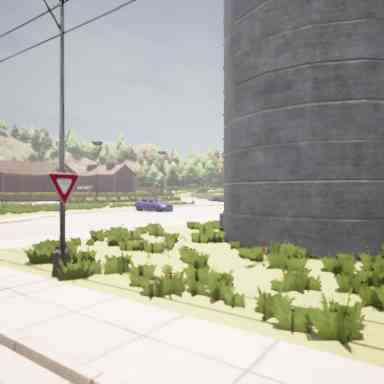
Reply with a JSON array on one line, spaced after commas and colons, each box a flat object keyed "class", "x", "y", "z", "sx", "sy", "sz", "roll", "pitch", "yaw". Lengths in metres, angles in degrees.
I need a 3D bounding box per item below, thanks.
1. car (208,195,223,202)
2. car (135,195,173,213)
[{"class": "car", "x": 5.617, "y": 1.511, "z": 75.710, "sx": 3.905, "sy": 1.438, "sz": 1.784, "roll": 0, "pitch": 0, "yaw": 35}, {"class": "car", "x": -4.314, "y": 1.474, "z": 38.110, "sx": 4.611, "sy": 1.667, "sz": 2.242, "roll": 0, "pitch": 0, "yaw": 35}]
